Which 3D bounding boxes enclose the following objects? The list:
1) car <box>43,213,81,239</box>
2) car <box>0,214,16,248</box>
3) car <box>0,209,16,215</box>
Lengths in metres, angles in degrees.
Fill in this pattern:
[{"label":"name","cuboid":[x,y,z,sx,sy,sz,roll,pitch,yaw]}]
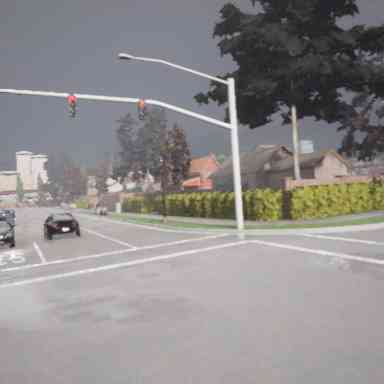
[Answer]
[{"label":"car","cuboid":[-8.320,2.066,21.169,1.812,1.442,4.674,-4,0,-27]},{"label":"car","cuboid":[-10.667,2.221,18.074,1.812,1.442,4.674,-4,0,-28]},{"label":"car","cuboid":[-18.219,2.735,32.184,2.033,1.411,5.357,-4,0,-28]}]
